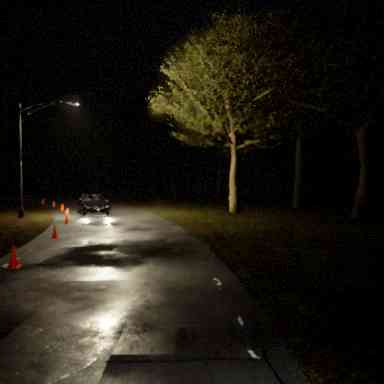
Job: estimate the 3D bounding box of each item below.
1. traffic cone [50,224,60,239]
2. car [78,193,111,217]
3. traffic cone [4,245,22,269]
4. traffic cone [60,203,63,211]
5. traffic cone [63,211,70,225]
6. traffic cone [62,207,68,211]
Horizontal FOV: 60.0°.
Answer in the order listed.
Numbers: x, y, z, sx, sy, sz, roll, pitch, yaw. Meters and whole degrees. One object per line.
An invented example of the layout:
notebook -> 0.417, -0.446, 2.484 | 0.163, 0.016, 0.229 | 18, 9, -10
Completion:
traffic cone -> -5.649, 1.614, 13.686 | 0.340, 0.580, 0.340 | 0, 2, -13
car -> -7.136, 0.851, 24.016 | 1.837, 1.490, 4.892 | -1, 2, -24
traffic cone -> -4.820, 1.738, 8.980 | 0.340, 0.580, 0.340 | 0, 2, -7
traffic cone -> -10.566, 1.206, 27.108 | 0.340, 0.580, 0.340 | -1, 2, -28
traffic cone -> -6.890, 1.482, 18.299 | 0.340, 0.580, 0.340 | -1, 2, -18
traffic cone -> -8.533, 1.345, 22.784 | 0.340, 0.580, 0.340 | -1, 2, -23
